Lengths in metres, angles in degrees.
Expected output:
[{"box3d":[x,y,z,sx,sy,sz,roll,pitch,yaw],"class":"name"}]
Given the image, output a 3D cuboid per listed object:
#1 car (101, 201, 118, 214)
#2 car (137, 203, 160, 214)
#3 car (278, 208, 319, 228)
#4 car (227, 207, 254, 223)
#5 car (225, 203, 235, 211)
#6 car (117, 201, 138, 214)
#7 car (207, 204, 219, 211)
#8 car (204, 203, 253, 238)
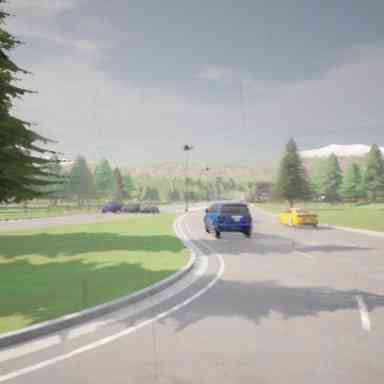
[{"box3d":[-13.056,2.517,55.588,2.150,2.045,5.566,0,-2,12],"class":"car"},{"box3d":[-6.553,2.765,52.585,1.994,1.385,4.181,0,-1,12],"class":"car"},{"box3d":[8.618,2.059,27.376,1.882,1.535,5.008,0,-1,-4],"class":"car"},{"box3d":[4.881,2.298,34.342,2.033,1.411,5.357,0,-1,0],"class":"car"},{"box3d":[7.517,2.965,65.728,1.812,1.442,4.674,0,-1,9],"class":"car"},{"box3d":[-9.808,2.599,54.120,2.097,1.767,4.553,0,-1,12],"class":"car"},{"box3d":[4.232,3.087,67.286,1.895,1.301,4.718,0,-1,9],"class":"car"},{"box3d":[2.158,1.684,20.903,2.150,2.045,5.566,0,-1,-7],"class":"car"}]
